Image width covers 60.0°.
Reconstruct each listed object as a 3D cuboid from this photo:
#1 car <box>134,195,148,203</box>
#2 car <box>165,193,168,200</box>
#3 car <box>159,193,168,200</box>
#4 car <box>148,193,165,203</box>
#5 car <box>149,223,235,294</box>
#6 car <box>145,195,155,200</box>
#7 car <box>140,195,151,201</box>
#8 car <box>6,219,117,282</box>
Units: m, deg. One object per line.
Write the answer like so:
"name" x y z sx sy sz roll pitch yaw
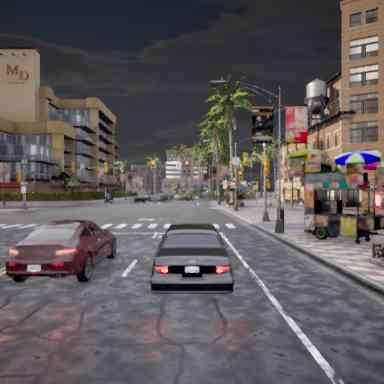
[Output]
"car" -11.163 1.576 71.284 1.895 1.301 4.718 0 0 -1
"car" -7.751 1.203 80.671 2.150 2.045 5.566 0 0 -1
"car" -7.858 1.200 91.420 2.150 2.045 5.566 0 0 -1
"car" -7.663 1.336 71.332 2.097 1.767 4.553 0 0 -1
"car" -0.005 1.545 8.935 2.033 1.411 5.357 0 0 0
"car" -11.347 1.515 90.725 2.033 1.411 5.357 0 0 -1
"car" -11.249 1.456 80.427 1.882 1.535 5.008 0 0 -1
"car" -3.510 1.523 9.674 1.812 1.442 4.674 0 0 0
